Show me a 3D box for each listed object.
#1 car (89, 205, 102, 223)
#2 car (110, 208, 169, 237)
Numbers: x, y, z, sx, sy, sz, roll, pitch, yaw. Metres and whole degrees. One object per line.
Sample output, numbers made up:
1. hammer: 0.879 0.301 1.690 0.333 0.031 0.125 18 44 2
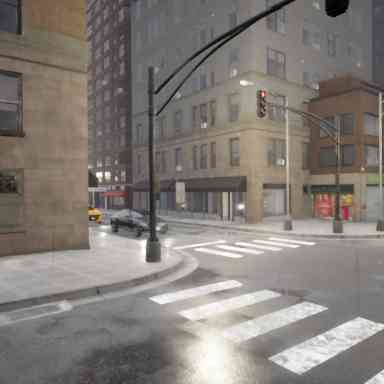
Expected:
1. car: -8.939 1.731 26.976 1.882 1.535 5.008 -1 0 -37
2. car: -3.224 1.695 19.473 1.812 1.442 4.674 -1 0 -38
